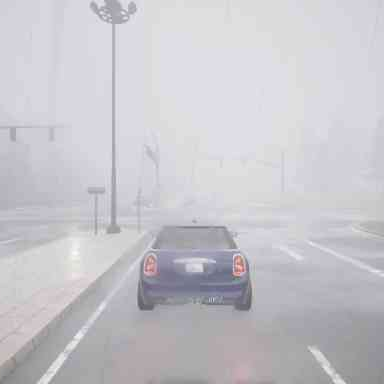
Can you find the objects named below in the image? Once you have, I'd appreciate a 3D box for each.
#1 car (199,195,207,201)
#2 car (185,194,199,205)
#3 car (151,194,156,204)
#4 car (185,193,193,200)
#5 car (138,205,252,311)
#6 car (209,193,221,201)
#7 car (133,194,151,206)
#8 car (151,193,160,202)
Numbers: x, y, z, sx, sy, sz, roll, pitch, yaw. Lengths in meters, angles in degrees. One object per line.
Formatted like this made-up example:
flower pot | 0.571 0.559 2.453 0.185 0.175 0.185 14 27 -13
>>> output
car | 2.743 1.548 85.341 1.812 1.442 4.674 0 0 -1
car | -0.231 1.548 54.775 1.812 1.442 4.674 0 0 -1
car | -8.445 1.590 65.088 1.994 1.385 4.181 0 0 0
car | -0.934 1.227 95.633 2.150 2.045 5.566 0 0 -1
car | 0.060 1.355 7.955 2.097 1.767 4.553 0 0 0
car | 6.249 1.249 85.074 2.150 2.045 5.566 0 0 -1
car | -8.308 1.373 54.007 2.097 1.767 4.553 0 0 -1
car | -8.592 1.256 75.683 2.150 2.045 5.566 0 0 -1
